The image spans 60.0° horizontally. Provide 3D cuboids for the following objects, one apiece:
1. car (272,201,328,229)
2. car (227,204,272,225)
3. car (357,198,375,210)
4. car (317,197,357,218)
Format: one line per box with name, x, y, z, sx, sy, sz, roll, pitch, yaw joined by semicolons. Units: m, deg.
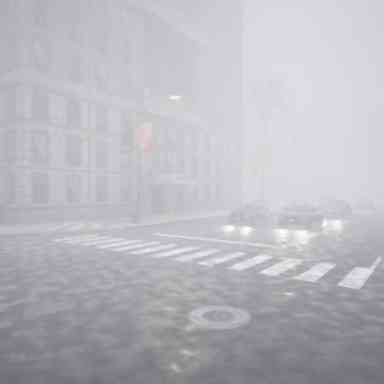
car;7.104;1.535;21.621;1.994;1.385;4.181;0;0;35
car;4.157;1.520;23.516;1.994;1.385;4.181;0;0;35
car;21.944;1.517;42.287;2.033;1.411;5.357;0;0;36
car;13.058;1.461;30.005;2.128;1.511;4.902;0;0;36
